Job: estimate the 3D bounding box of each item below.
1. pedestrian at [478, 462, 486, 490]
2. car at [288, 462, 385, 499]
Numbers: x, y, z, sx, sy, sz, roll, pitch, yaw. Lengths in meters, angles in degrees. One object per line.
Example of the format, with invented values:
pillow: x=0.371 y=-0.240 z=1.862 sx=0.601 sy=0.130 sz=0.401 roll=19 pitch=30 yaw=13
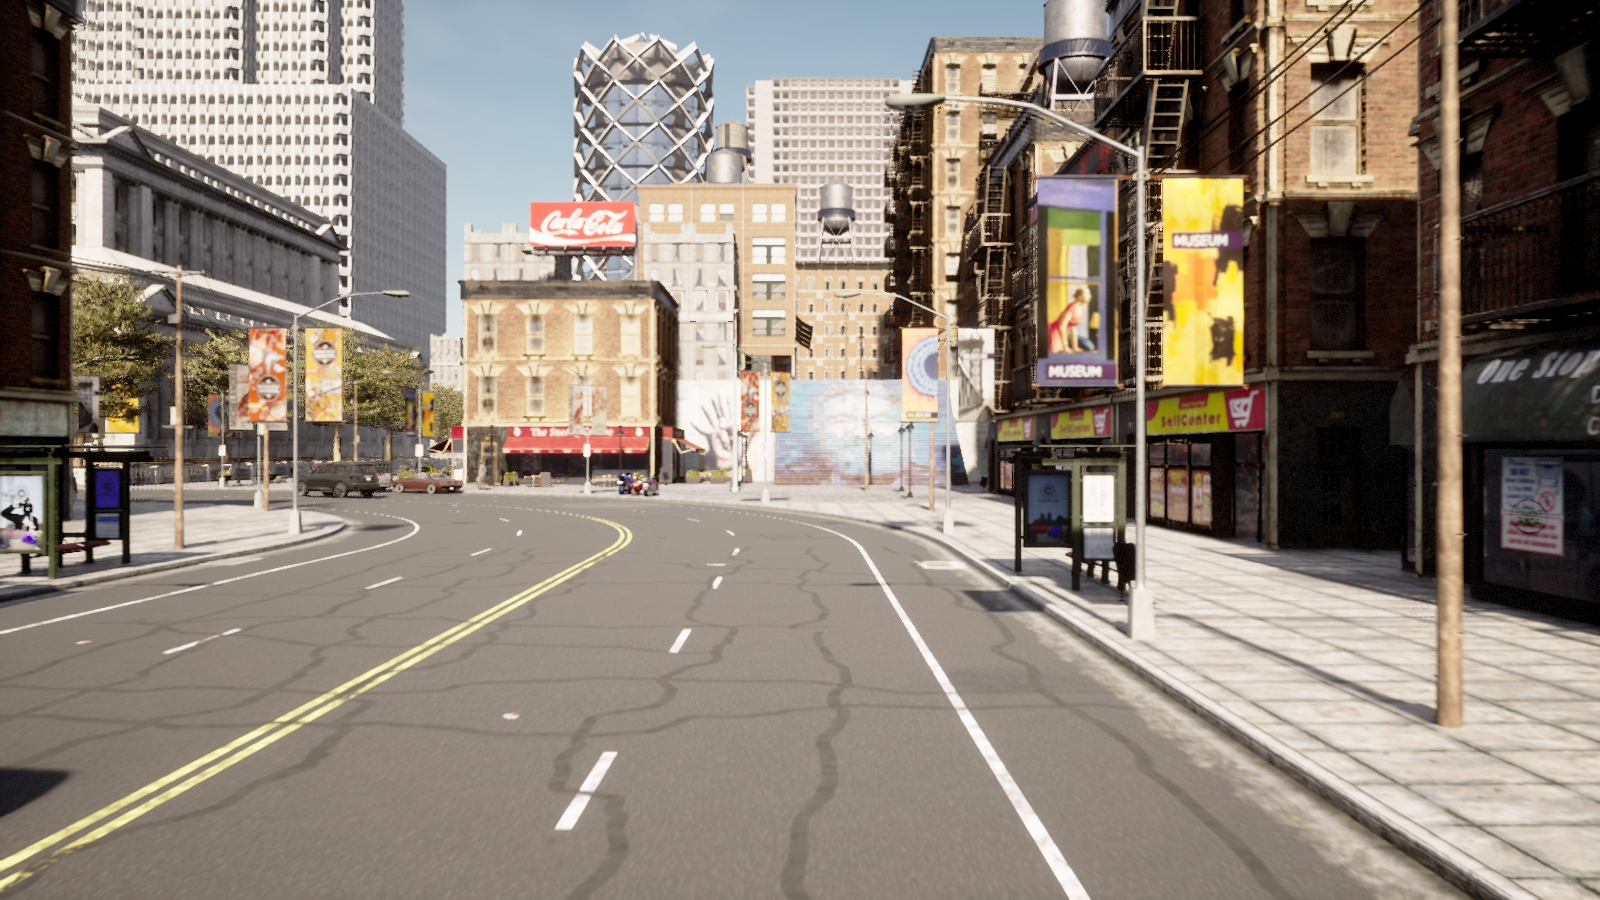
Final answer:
pedestrian: x=-20.953 y=1.696 z=75.208 sx=0.375 sy=1.860 sz=0.375 roll=0 pitch=0 yaw=30
car: x=-27.299 y=1.779 z=67.261 sx=5.566 sy=2.045 sz=2.150 roll=0 pitch=0 yaw=27
